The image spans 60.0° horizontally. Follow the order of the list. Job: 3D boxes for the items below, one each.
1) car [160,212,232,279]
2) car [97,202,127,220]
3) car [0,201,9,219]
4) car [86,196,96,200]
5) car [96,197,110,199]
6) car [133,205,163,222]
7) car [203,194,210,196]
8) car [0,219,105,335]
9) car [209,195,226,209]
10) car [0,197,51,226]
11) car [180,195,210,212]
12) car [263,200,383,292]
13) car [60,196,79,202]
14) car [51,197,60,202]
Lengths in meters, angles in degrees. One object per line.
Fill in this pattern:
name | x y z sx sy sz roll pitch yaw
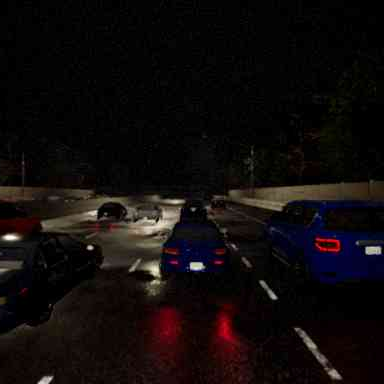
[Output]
car | 0.102 1.541 9.950 1.812 1.442 4.674 0 0 0
car | -6.897 1.573 28.890 1.812 1.442 4.674 0 0 0
car | -17.591 1.537 27.537 2.128 1.511 4.902 0 0 0
car | -20.992 1.625 70.173 1.812 1.442 4.674 0 0 0
car | -17.492 1.654 67.949 1.994 1.385 4.181 0 0 0
car | -3.395 1.644 26.379 1.895 1.301 4.718 0 0 0
car | 3.509 1.395 79.753 2.150 2.045 5.566 0 0 0
car | -3.400 1.558 7.031 2.033 1.411 5.357 0 0 0
car | 3.506 1.568 45.698 2.128 1.511 4.902 0 0 0
car | -6.899 1.238 10.745 2.150 2.045 5.566 0 0 0
car | 0.104 1.397 27.525 2.097 1.767 4.553 0 0 0
car | 3.502 1.223 9.089 2.150 2.045 5.566 0 0 0
car | -24.492 1.602 67.950 1.837 1.490 4.892 0 0 0
car | -27.992 1.645 67.534 2.033 1.411 5.357 0 0 0
